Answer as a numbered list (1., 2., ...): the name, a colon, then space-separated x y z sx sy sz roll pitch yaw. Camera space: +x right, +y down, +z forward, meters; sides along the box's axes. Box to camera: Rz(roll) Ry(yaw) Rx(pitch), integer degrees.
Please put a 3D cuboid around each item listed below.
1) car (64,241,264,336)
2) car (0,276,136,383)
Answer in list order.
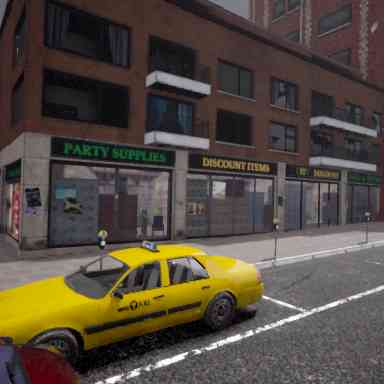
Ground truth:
1. car: -0.937 1.527 5.404 4.829 1.417 1.752 0 2 -35
2. car: -2.447 1.563 1.325 4.181 1.385 1.994 0 0 -35
